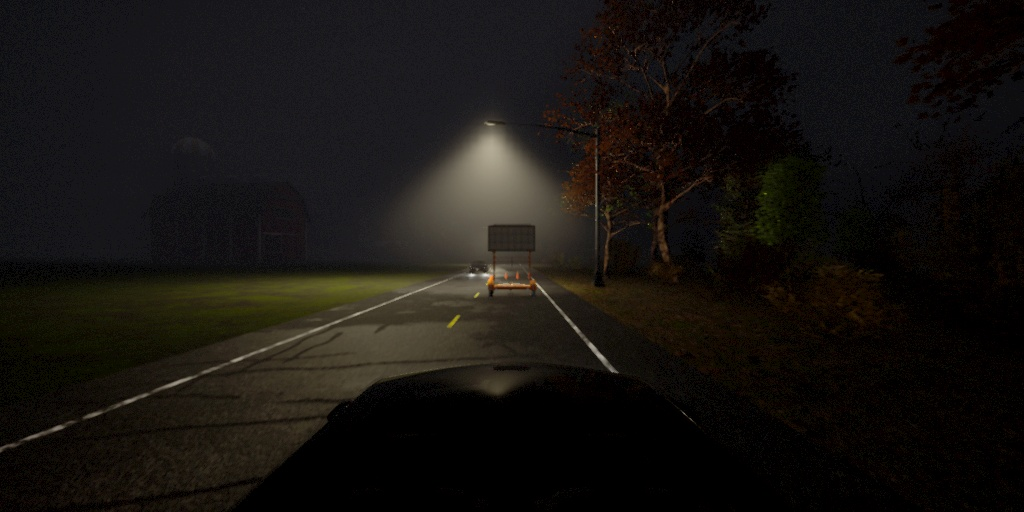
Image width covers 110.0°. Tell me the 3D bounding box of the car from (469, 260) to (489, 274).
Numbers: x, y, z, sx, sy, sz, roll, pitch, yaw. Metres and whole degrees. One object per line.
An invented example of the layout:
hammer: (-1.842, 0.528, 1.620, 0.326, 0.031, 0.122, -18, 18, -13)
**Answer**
car: (-3.614, 1.175, 39.817, 1.837, 1.490, 4.892, 0, 0, 0)

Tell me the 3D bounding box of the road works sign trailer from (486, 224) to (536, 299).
road works sign trailer: (0.001, 0.181, 17.992, 2.380, 3.560, 2.880, 0, 0, 0)
